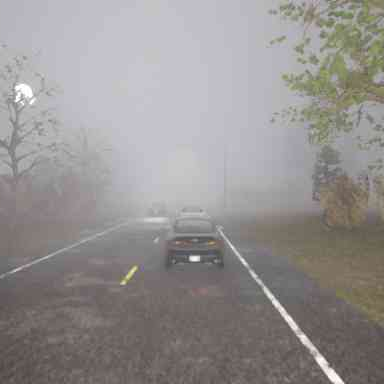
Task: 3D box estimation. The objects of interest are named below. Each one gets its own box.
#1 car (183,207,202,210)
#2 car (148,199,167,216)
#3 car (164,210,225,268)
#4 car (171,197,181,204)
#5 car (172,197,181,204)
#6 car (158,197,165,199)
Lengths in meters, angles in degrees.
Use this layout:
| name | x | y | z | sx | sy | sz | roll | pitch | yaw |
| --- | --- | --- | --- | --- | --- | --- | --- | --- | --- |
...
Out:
| name | x | y | z | sx | sy | sz | roll | pitch | yaw |
| --- | --- | --- | --- | --- | --- | --- | --- | --- | --- |
| car | 0.038 | 1.847 | 26.967 | 1.895 | 1.301 | 4.718 | 0 | 0 | 0 |
| car | -3.745 | 1.818 | 36.672 | 2.128 | 1.511 | 4.902 | 0 | -1 | -1 |
| car | 0.080 | 1.614 | 11.695 | 1.837 | 1.490 | 4.892 | 0 | 0 | 0 |
| car | -3.602 | 1.944 | 73.495 | 1.812 | 1.442 | 4.674 | 0 | 0 | -2 |
| car | -3.739 | 2.011 | 80.888 | 1.882 | 1.535 | 5.008 | 0 | 0 | 0 |
| car | -7.207 | 1.946 | 78.274 | 2.128 | 1.511 | 4.902 | 0 | 0 | -3 |
